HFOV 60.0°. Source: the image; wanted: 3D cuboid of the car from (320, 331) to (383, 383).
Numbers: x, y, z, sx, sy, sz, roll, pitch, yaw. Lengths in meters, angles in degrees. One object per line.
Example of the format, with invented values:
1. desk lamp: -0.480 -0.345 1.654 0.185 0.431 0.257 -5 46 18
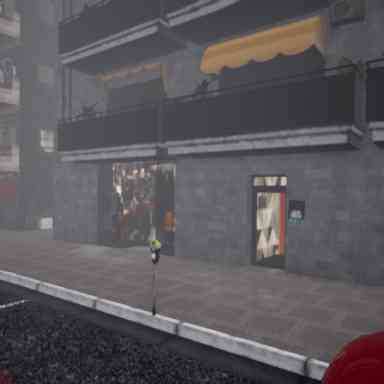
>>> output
1. car: 2.846 1.317 0.831 5.009 1.841 2.192 0 1 35
